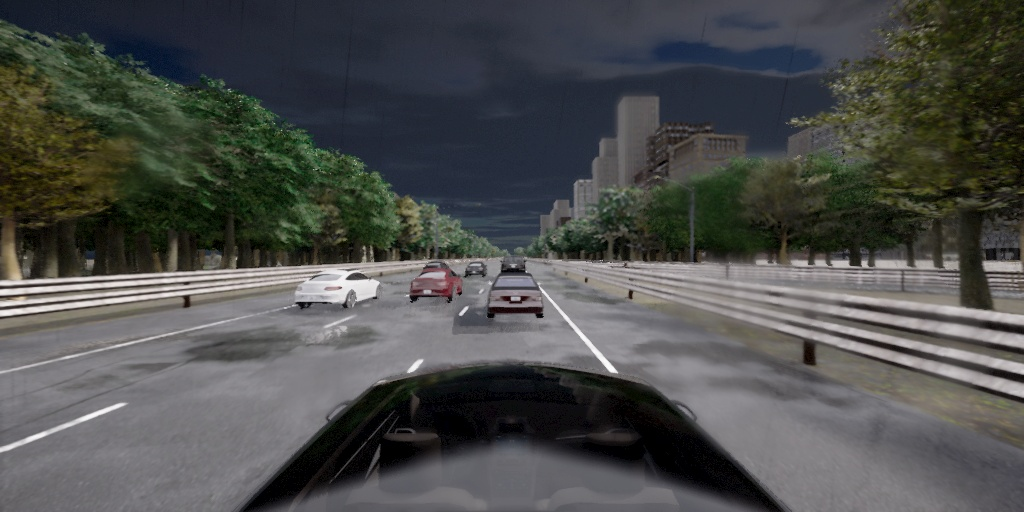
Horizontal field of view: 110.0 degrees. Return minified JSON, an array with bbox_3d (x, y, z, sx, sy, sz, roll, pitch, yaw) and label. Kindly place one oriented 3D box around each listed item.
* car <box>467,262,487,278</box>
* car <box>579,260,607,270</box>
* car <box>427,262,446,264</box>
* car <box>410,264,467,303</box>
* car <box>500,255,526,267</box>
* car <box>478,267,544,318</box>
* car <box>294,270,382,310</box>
[{"bbox_3d":[-3.386,1.277,34.358,1.812,1.442,4.674,0,0,0],"label":"car"},{"bbox_3d":[11.231,1.333,50.408,1.837,1.490,4.892,0,0,-25],"label":"car"},{"bbox_3d":[-6.883,1.256,33.146,1.837,1.490,4.892,0,0,0],"label":"car"},{"bbox_3d":[-3.406,1.276,16.683,1.812,1.442,4.674,0,0,0],"label":"car"},{"bbox_3d":[0.115,0.973,32.490,2.150,2.045,5.566,0,0,0],"label":"car"},{"bbox_3d":[0.106,1.298,13.016,2.033,1.411,5.357,0,0,0],"label":"car"},{"bbox_3d":[-6.894,1.276,14.652,1.812,1.442,4.674,0,0,0],"label":"car"}]
